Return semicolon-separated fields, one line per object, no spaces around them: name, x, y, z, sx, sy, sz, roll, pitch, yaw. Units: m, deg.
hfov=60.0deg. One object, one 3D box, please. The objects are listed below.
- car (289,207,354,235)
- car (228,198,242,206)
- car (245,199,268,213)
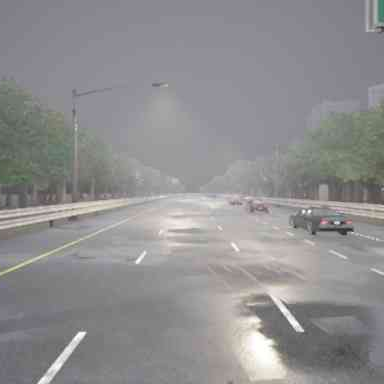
car;7.010;1.548;18.586;2.033;1.411;5.357;0;0;0
car;7.027;1.607;55.307;1.895;1.301;4.718;0;0;0
car;7.016;1.535;36.344;1.812;1.442;4.674;0;0;0
